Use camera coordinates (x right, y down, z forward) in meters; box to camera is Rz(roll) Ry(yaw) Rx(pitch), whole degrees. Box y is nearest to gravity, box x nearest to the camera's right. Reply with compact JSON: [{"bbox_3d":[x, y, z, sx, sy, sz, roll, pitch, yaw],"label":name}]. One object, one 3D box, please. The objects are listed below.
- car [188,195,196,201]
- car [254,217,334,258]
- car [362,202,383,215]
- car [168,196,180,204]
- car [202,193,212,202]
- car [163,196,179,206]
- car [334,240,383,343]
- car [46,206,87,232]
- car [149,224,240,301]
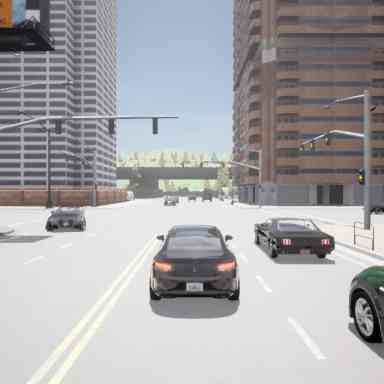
[{"bbox_3d":[0.033,1.425,77.270,1.837,1.490,4.892,0,0,0],"label":"car"},{"bbox_3d":[3.608,1.601,12.679,1.895,1.301,4.718,0,0,1],"label":"car"},{"bbox_3d":[19.971,1.601,33.697,4.718,1.301,1.895,0,0,1],"label":"car"},{"bbox_3d":[-3.513,1.491,65.201,2.128,1.511,4.902,0,0,1],"label":"car"},{"bbox_3d":[3.534,1.225,77.979,2.150,2.045,5.566,0,0,0],"label":"car"},{"bbox_3d":[-3.577,1.491,54.797,2.128,1.511,4.902,0,0,-1],"label":"car"},{"bbox_3d":[3.601,1.352,3.594,2.097,1.767,4.553,0,0,0],"label":"car"},{"bbox_3d":[-7.440,1.564,20.085,1.994,1.385,4.181,0,0,-17],"label":"car"},{"bbox_3d":[0.064,1.526,8.227,1.812,1.442,4.674,0,0,0],"label":"car"}]
